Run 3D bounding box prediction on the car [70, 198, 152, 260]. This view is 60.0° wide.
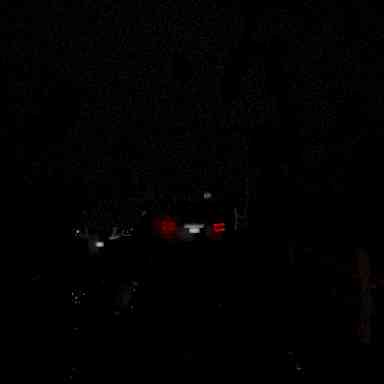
[{"bbox_3d":[-2.853,1.263,13.005,2.150,2.045,5.566,0,0,0],"label":"car"}]

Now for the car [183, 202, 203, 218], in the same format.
[{"bbox_3d":[0.092,1.705,32.846,1.895,1.301,4.718,0,0,0],"label":"car"}]

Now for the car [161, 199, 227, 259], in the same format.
[{"bbox_3d":[0.077,1.264,12.847,2.150,2.045,5.566,0,0,0],"label":"car"}]
